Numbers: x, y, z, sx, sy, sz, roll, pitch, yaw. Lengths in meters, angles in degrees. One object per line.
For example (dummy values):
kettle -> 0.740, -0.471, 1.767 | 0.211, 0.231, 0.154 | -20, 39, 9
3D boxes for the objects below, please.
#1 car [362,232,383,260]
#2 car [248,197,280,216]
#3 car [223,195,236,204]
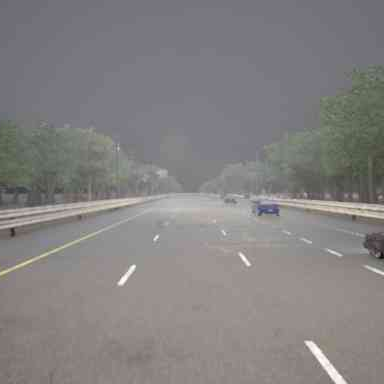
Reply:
car -> 7.001, 1.545, 9.417 | 2.033, 1.411, 5.357 | 0, 0, 0
car -> 7.005, 1.484, 32.085 | 1.882, 1.535, 5.008 | 0, 0, 0
car -> 7.068, 1.328, 63.038 | 2.097, 1.767, 4.553 | 0, 0, 2
